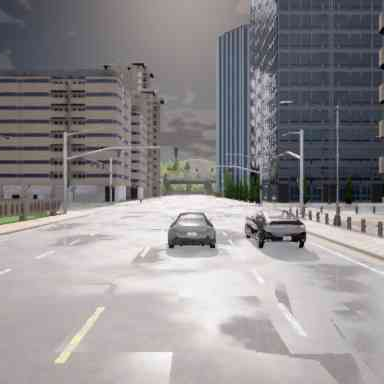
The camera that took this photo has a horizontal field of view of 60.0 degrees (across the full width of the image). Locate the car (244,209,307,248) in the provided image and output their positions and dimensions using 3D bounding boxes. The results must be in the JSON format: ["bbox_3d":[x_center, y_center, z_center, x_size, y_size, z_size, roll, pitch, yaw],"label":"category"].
[{"bbox_3d":[3.500,1.494,14.650,2.128,1.511,4.902,0,0,0],"label":"car"}]

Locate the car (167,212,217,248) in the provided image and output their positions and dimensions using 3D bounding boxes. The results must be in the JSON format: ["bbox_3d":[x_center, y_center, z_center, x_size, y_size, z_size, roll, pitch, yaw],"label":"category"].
[{"bbox_3d":[0.000,1.571,14.650,1.994,1.385,4.181,0,0,0],"label":"car"}]
